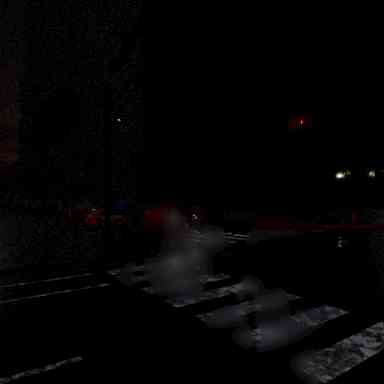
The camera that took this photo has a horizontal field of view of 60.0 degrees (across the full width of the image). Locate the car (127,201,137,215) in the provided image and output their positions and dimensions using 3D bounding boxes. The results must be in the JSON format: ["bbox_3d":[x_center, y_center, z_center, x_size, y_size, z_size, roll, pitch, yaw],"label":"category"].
[{"bbox_3d":[-5.318,2.005,37.730,1.802,1.307,4.206,-1,0,-35],"label":"car"}]

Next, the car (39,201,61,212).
[{"bbox_3d":[-21.956,2.219,51.199,2.128,1.511,4.902,0,-1,-35],"label":"car"}]

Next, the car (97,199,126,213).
[{"bbox_3d":[-11.204,1.876,46.033,2.192,1.841,5.009,-1,0,-35],"label":"car"}]

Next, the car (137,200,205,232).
[{"bbox_3d":[-1.529,1.598,22.194,2.097,1.767,4.553,0,-1,-34],"label":"car"}]

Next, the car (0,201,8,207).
[{"bbox_3d":[-44.407,2.771,78.040,1.802,1.307,4.206,-1,0,-35],"label":"car"}]

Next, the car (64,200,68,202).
[{"bbox_3d":[-21.139,2.315,55.399,1.994,1.385,4.181,0,-1,-35],"label":"car"}]

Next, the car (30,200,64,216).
[{"bbox_3d":[-17.717,1.901,40.436,2.192,1.841,5.009,-1,0,-35],"label":"car"}]

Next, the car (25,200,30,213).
[{"bbox_3d":[-20.540,2.196,44.420,1.887,1.381,4.507,-1,0,-35],"label":"car"}]

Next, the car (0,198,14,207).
[{"bbox_3d":[-41.295,2.667,73.656,1.887,1.381,4.507,-1,0,-35],"label":"car"}]

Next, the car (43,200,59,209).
[{"bbox_3d":[-26.892,2.388,63.511,1.837,1.490,4.892,0,-1,-35],"label":"car"}]

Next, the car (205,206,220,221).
[{"bbox_3d":[0.561,1.829,29.427,1.887,1.381,4.507,-1,0,-35],"label":"car"}]

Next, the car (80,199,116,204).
[{"bbox_3d":[-9.868,1.793,34.010,2.097,1.767,4.553,0,0,-35],"label":"car"}]

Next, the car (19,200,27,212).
[{"bbox_3d":[-23.370,2.157,48.403,1.967,1.590,4.097,-1,0,-35],"label":"car"}]

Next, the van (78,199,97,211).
[{"bbox_3d":[-17.083,2.038,54.336,1.690,1.788,3.998,-1,0,-35],"label":"van"}]

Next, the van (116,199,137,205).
[{"bbox_3d":[-8.264,1.833,41.882,1.690,1.788,3.998,-1,0,-35],"label":"van"}]

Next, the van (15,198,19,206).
[{"bbox_3d":[-26.201,2.123,52.387,1.690,1.788,3.998,-1,0,-35],"label":"van"}]

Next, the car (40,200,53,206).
[{"bbox_3d":[-34.748,2.661,79.162,1.947,1.339,4.313,-1,0,-35],"label":"car"}]

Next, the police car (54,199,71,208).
[{"bbox_3d":[-25.465,2.308,65.416,1.930,1.638,5.238,0,-1,-35],"label":"police car"}]

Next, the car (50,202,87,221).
[{"bbox_3d":[-12.055,2.004,32.467,2.008,1.369,4.403,-1,0,-35],"label":"car"}]

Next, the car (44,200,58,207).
[{"bbox_3d":[-31.736,2.595,74.919,1.947,1.339,4.313,-1,0,-35],"label":"car"}]

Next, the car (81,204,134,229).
[{"bbox_3d":[-6.300,1.844,24.361,1.752,1.417,4.829,-1,0,-35],"label":"car"}]
